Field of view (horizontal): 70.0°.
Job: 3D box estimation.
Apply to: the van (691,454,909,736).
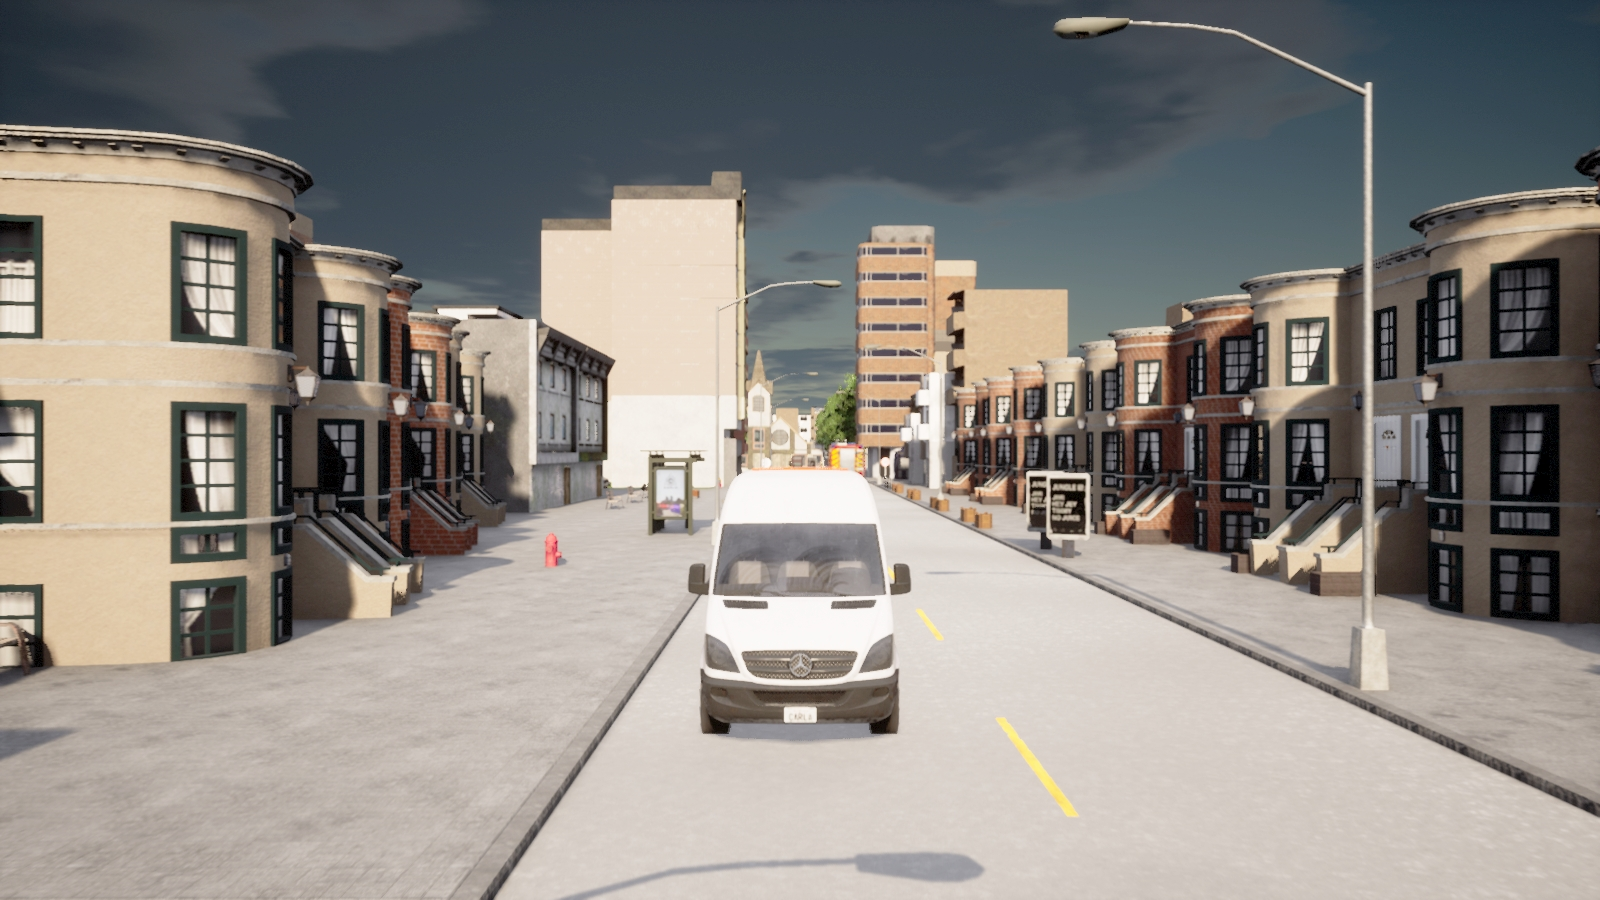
[{"bbox_3d":[0.002,1.334,13.381,1.988,2.561,5.915,0,0,0],"label":"van"}]
